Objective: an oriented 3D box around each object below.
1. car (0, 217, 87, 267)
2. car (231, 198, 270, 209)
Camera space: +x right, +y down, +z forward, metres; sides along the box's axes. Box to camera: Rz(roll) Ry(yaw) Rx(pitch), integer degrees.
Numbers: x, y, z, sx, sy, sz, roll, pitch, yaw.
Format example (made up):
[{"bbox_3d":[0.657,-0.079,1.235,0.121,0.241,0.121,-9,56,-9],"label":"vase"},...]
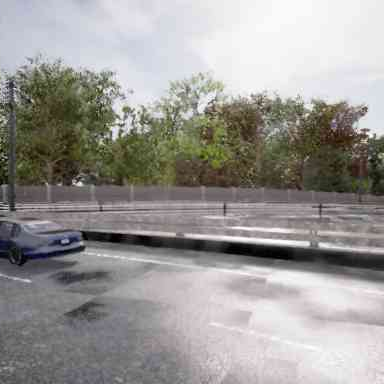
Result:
[{"bbox_3d":[-6.165,1.606,11.655,5.357,1.411,2.033,0,0,29],"label":"car"},{"bbox_3d":[6.439,1.383,36.063,4.553,1.767,2.097,1,-1,-21],"label":"car"}]
